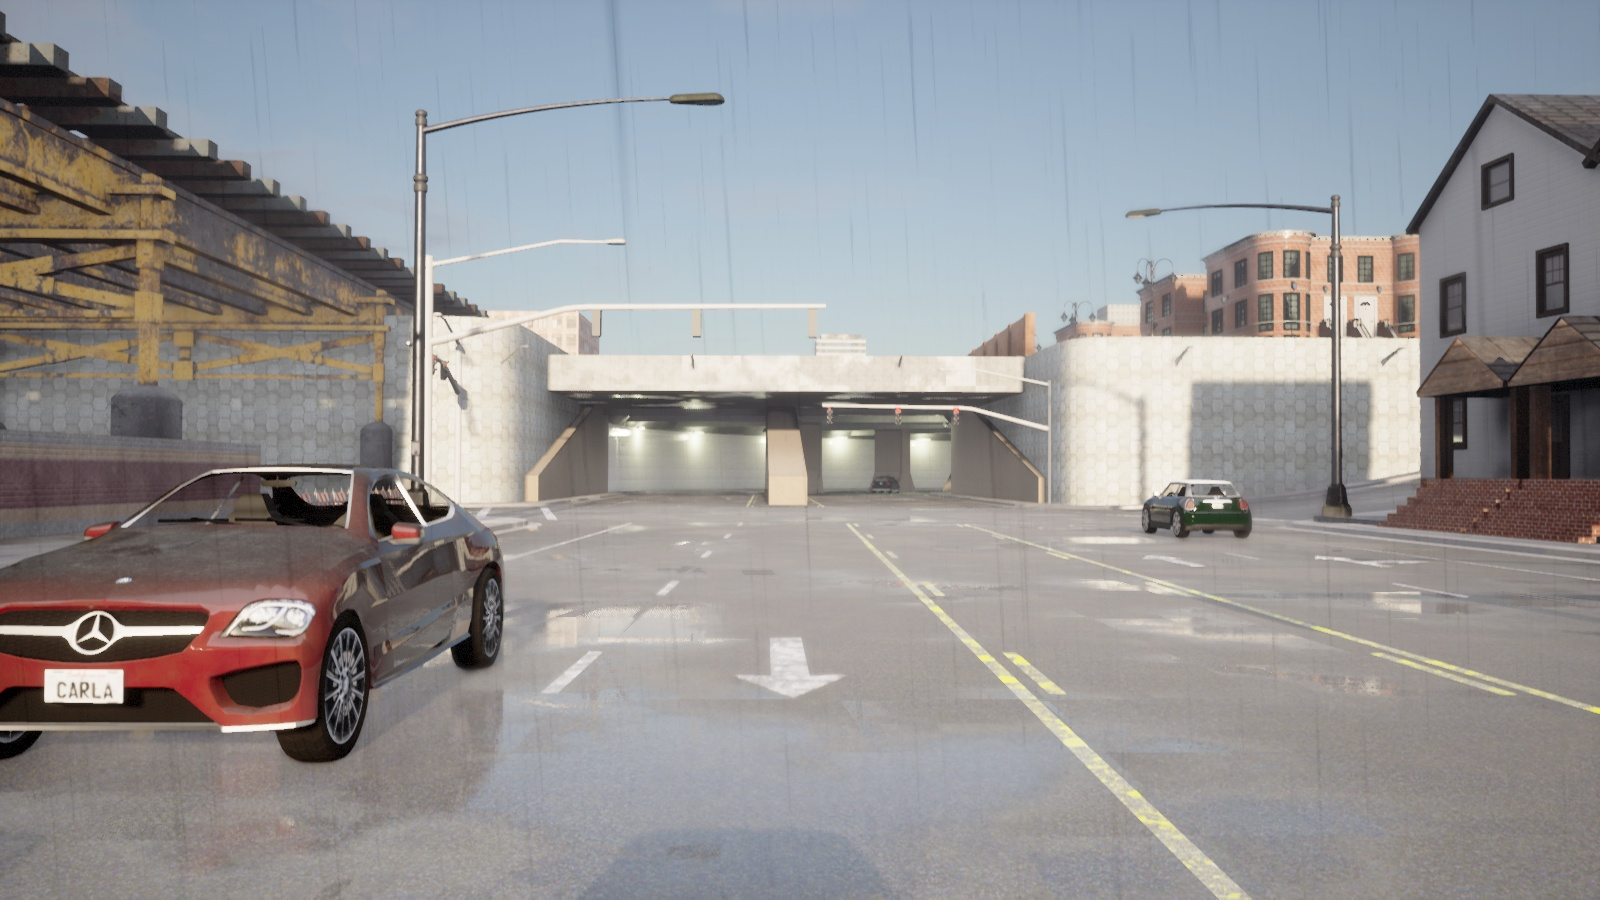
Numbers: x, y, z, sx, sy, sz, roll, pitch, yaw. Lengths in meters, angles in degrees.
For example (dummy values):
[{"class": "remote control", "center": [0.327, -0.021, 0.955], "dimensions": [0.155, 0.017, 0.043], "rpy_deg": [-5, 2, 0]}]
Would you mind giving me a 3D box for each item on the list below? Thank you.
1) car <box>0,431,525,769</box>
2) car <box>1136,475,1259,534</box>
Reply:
[{"class": "car", "center": [-3.521, 0.782, 8.693], "dimensions": [2.152, 1.651, 5.027], "rpy_deg": [0, -1, 0]}, {"class": "car", "center": [10.448, 1.396, 33.316], "dimensions": [1.970, 1.475, 3.806], "rpy_deg": [0, -1, -1]}]
